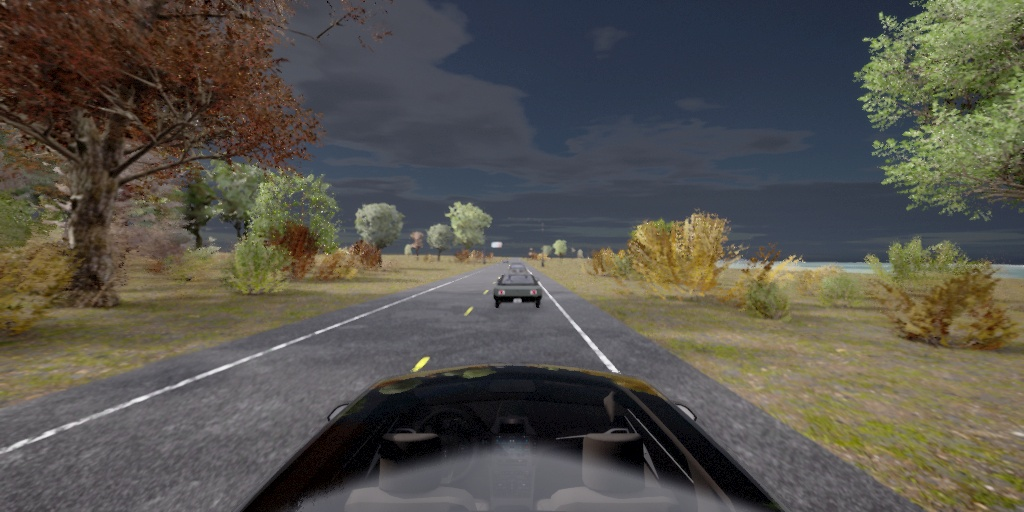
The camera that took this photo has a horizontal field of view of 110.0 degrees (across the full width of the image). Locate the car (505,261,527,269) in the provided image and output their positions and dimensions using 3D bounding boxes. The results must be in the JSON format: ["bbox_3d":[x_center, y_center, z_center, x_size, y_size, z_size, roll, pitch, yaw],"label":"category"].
[{"bbox_3d":[0.556,1.444,35.754,2.033,1.411,5.357,0,0,1],"label":"car"}]

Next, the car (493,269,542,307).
[{"bbox_3d":[0.256,1.414,15.753,1.895,1.301,4.718,0,0,1],"label":"car"}]
